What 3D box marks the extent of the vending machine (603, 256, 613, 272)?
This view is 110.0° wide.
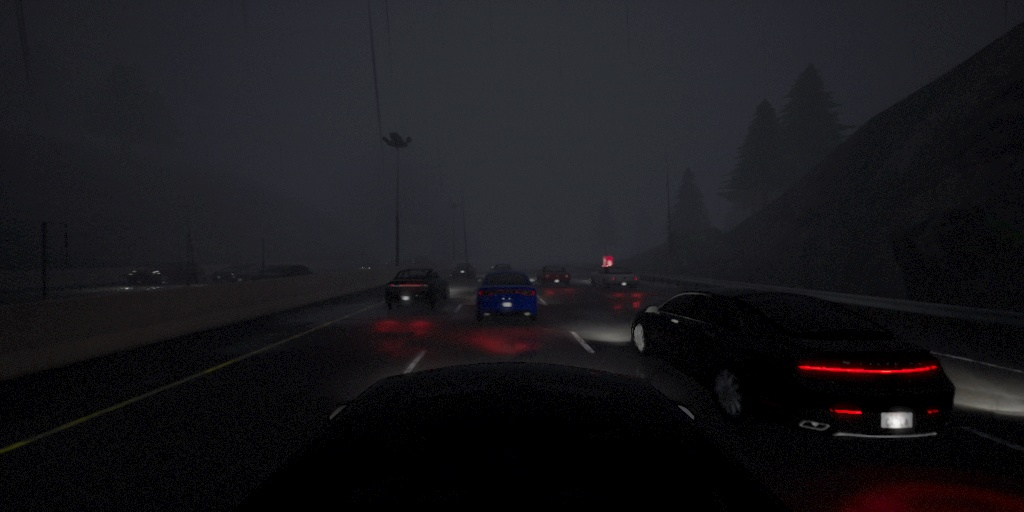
[{"bbox_3d":[10.799,0.935,40.175,1.100,2.100,0.880,0,0,-2],"label":"vending machine"}]

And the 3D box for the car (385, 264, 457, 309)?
[{"bbox_3d":[-3.771,1.256,14.916,2.128,1.511,4.902,0,0,-2],"label":"car"}]

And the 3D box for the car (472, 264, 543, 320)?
[{"bbox_3d":[-0.200,1.232,12.662,1.882,1.535,5.008,0,0,-2],"label":"car"}]

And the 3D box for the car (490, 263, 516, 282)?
[{"bbox_3d":[-0.780,1.327,30.445,1.994,1.385,4.181,0,0,-2],"label":"car"}]

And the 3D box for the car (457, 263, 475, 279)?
[{"bbox_3d":[-4.374,1.337,33.163,1.994,1.385,4.181,0,0,-2],"label":"car"}]

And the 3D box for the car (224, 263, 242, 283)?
[{"bbox_3d":[-18.352,1.328,26.471,1.812,1.442,4.674,0,0,-2],"label":"car"}]

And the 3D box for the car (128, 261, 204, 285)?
[{"bbox_3d":[-25.357,1.171,26.531,2.097,1.767,4.553,0,0,-2],"label":"car"}]

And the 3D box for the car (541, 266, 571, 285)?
[{"bbox_3d":[2.879,1.354,25.811,1.895,1.301,4.718,0,0,-2],"label":"car"}]

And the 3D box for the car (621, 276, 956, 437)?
[{"bbox_3d":[3.469,1.248,5.687,1.837,1.490,4.892,0,0,-1],"label":"car"}]

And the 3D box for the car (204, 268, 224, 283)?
[{"bbox_3d":[-21.945,1.317,29.204,1.837,1.490,4.892,0,0,-2],"label":"car"}]

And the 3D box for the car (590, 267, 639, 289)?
[{"bbox_3d":[6.471,1.344,23.137,1.895,1.301,4.718,0,0,-2],"label":"car"}]

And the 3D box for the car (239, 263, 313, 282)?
[{"bbox_3d":[-14.739,1.298,23.135,1.837,1.490,4.892,0,0,-2],"label":"car"}]
